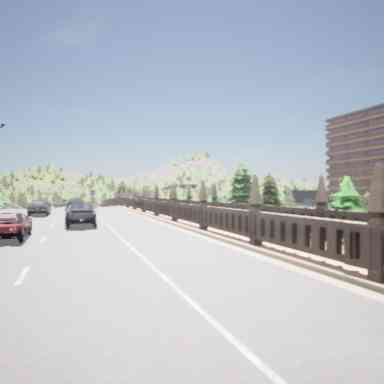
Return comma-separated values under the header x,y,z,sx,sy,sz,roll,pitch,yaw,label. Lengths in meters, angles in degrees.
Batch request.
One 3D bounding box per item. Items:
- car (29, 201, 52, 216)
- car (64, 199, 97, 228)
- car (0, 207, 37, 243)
x,y,z,sx,sy,sz,roll,pitch,yaw,label
-14.926,1.563,32.651,2.033,1.411,5.357,-1,0,-20,car
-7.339,1.476,21.968,2.128,1.511,4.902,-1,0,-20,car
-8.842,1.623,15.930,1.895,1.301,4.718,-1,0,-20,car
